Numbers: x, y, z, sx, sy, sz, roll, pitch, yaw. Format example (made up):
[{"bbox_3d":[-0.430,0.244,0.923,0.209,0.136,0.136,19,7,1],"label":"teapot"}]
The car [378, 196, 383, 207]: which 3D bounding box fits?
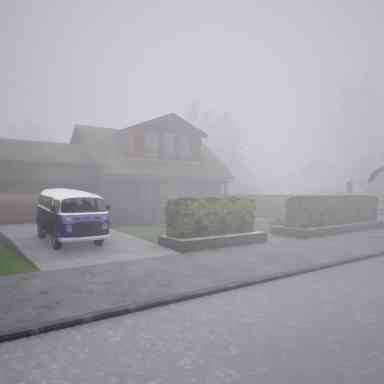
[{"bbox_3d":[24.583,0.986,41.404,3.866,1.878,1.905,0,0,-1],"label":"car"}]
